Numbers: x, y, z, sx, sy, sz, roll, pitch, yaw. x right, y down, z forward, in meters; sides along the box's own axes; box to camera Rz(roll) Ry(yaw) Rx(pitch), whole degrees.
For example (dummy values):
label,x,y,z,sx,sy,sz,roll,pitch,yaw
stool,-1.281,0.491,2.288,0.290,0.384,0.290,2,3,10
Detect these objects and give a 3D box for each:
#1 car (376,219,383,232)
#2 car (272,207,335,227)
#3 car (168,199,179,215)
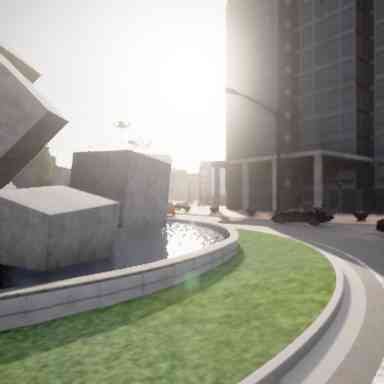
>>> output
label,x,y,z,sx,sy,sz,roll,pitch,yaw
car,13.577,1.819,19.419,5.008,1.535,1.882,0,-1,20
car,8.871,1.931,26.831,4.902,1.511,2.128,-1,-1,43
car,-3.943,1.992,42.784,2.097,1.767,4.553,1,-1,-31
